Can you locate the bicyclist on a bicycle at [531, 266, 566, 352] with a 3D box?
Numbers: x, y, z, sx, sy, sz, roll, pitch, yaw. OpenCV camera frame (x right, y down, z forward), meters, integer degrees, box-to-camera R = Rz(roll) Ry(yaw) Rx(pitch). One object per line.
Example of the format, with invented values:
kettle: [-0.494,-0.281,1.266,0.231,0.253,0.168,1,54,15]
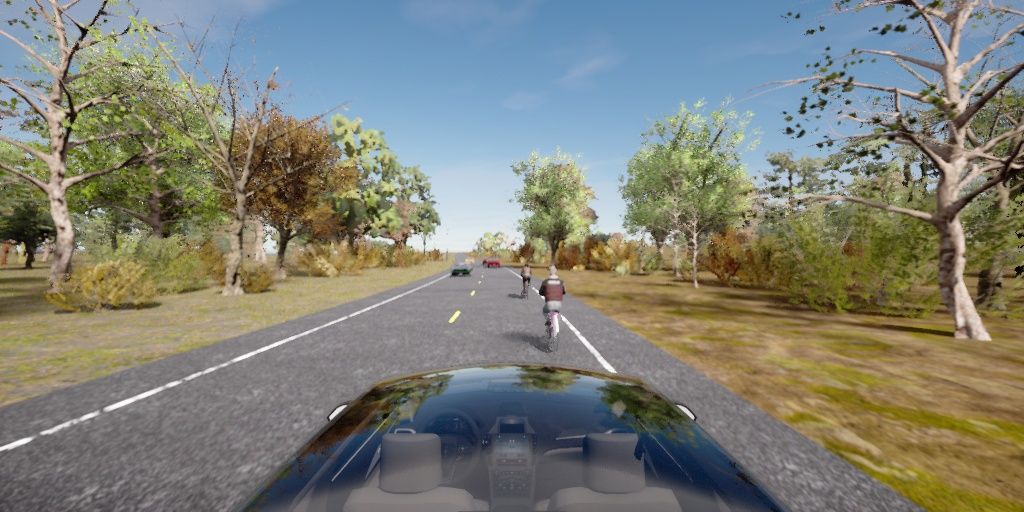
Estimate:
bicyclist on a bicycle: [0.892,1.114,8.045,0.659,1.776,1.843,0,0,-1]

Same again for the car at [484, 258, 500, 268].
car: [-3.013,1.107,57.600,1.882,1.535,5.008,0,0,-6]

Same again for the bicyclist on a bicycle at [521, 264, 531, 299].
bicyclist on a bicycle: [0.693,1.183,16.882,0.582,1.620,1.656,0,0,-2]

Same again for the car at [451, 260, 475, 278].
car: [-4.687,1.305,33.990,1.895,1.301,4.718,0,0,-4]
